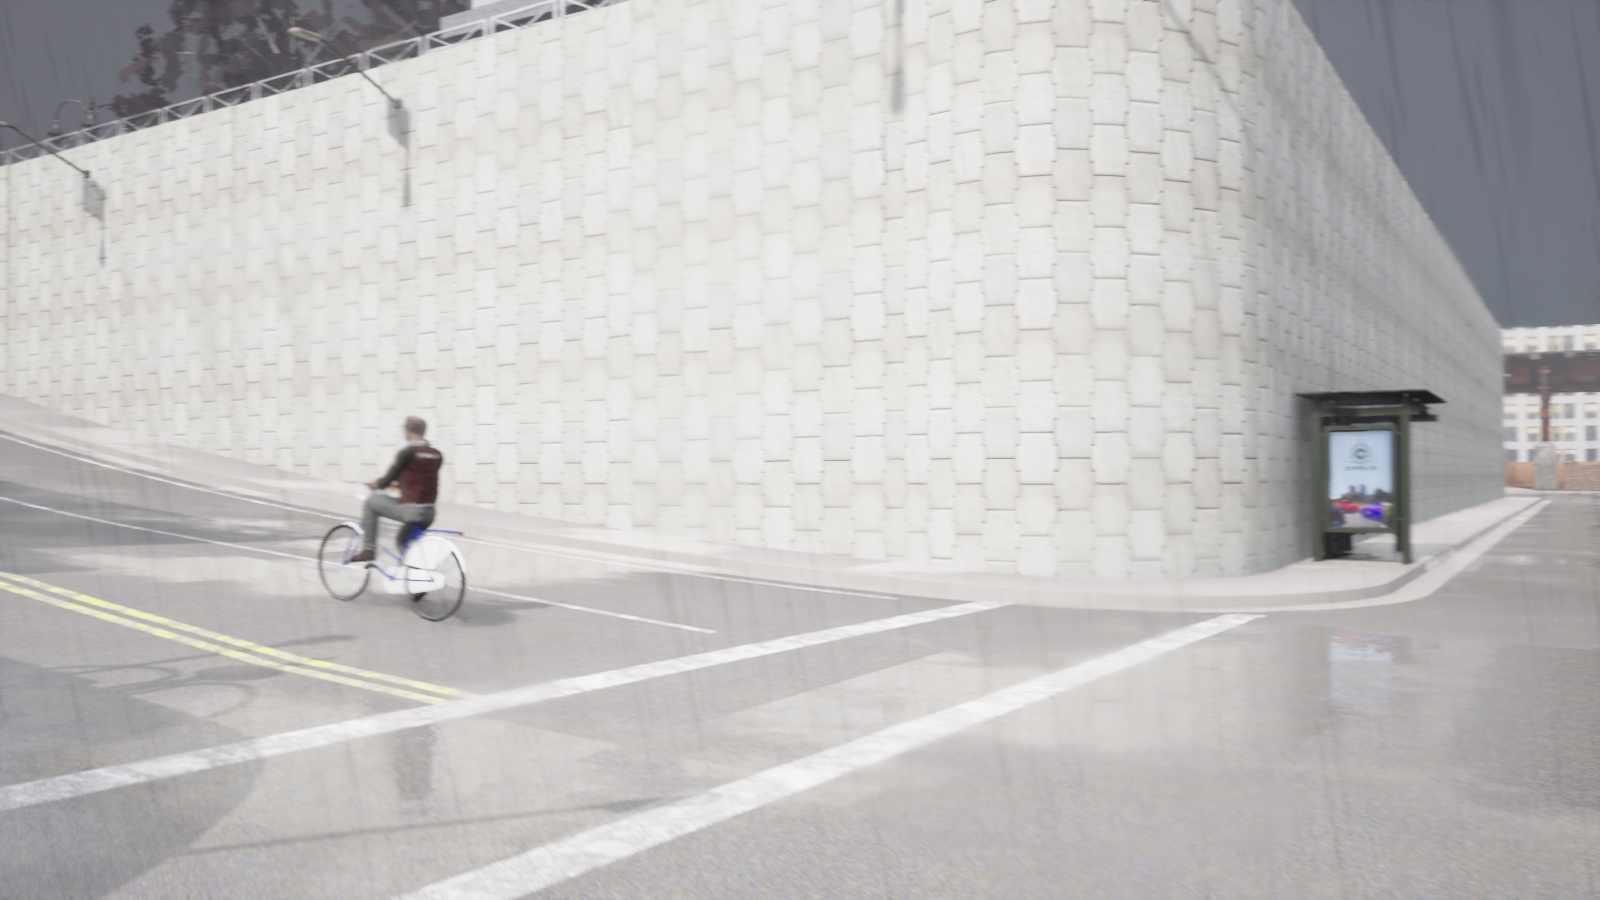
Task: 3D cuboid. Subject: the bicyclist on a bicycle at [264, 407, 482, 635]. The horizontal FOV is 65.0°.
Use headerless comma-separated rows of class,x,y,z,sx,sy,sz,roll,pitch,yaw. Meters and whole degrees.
bicyclist on a bicycle,-3.837,0.585,11.239,1.843,1.776,0.659,6,2,29
